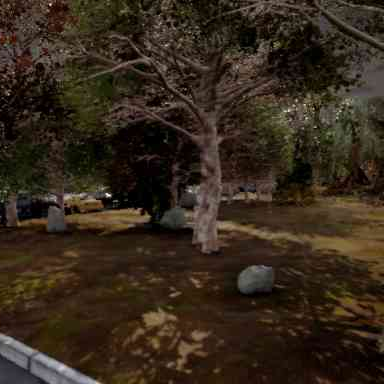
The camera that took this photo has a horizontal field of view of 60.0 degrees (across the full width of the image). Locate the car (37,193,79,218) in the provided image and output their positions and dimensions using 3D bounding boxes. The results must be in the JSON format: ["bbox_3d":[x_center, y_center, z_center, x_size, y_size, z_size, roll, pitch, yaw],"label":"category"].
[{"bbox_3d":[-10.943,1.023,24.544,4.792,1.488,2.163,1,3,37],"label":"car"}]

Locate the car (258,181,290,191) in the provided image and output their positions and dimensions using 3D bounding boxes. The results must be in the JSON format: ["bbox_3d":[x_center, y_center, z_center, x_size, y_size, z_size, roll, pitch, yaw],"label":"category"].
[{"bbox_3d":[14.130,-1.049,57.715,4.892,1.521,2.231,1,3,37],"label":"car"}]

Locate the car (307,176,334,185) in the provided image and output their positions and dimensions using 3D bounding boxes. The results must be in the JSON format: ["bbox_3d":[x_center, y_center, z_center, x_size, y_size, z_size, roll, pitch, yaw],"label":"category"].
[{"bbox_3d":[30.874,-2.714,79.799,5.566,2.045,2.435,1,4,37],"label":"car"}]

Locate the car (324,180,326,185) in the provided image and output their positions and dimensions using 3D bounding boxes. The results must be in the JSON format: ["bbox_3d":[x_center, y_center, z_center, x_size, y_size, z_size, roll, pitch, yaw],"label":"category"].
[{"bbox_3d":[27.535,-2.131,75.393,4.792,1.488,2.163,1,4,37],"label":"car"}]

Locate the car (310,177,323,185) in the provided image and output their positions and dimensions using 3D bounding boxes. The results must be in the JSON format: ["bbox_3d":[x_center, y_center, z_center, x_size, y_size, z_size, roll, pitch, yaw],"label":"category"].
[{"bbox_3d":[24.311,-1.871,70.874,5.366,1.575,1.946,1,4,37],"label":"car"}]

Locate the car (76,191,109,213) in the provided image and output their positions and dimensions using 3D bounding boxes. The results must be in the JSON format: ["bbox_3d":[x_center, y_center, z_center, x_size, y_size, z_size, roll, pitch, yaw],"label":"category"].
[{"bbox_3d":[-9.442,0.850,26.884,5.366,1.575,1.946,1,3,37],"label":"car"}]

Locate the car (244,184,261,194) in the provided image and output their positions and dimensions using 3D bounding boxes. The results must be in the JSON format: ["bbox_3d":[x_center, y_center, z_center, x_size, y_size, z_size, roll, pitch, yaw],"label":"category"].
[{"bbox_3d":[7.410,-0.479,48.895,4.792,1.488,2.163,1,3,37],"label":"car"}]

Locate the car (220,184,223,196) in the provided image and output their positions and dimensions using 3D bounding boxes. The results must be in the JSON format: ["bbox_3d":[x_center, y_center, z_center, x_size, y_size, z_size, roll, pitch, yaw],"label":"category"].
[{"bbox_3d":[0.738,0.034,40.037,5.008,1.535,2.097,1,3,37],"label":"car"}]

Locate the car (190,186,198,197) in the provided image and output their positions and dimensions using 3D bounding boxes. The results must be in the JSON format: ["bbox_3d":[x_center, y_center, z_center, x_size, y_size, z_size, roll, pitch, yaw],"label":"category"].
[{"bbox_3d":[-0.932,0.211,37.826,4.674,1.452,2.002,1,3,37],"label":"car"}]

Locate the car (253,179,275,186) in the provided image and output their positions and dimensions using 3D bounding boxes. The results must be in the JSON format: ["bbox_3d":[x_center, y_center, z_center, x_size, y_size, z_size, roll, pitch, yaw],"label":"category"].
[{"bbox_3d":[18.380,-2.464,85.005,4.892,1.521,2.231,1,4,37],"label":"car"}]

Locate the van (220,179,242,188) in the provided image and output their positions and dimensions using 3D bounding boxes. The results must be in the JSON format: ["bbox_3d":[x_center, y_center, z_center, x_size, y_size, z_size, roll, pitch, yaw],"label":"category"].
[{"bbox_3d":[8.324,-1.830,71.528,4.442,1.987,1.878,1,3,37],"label":"van"}]

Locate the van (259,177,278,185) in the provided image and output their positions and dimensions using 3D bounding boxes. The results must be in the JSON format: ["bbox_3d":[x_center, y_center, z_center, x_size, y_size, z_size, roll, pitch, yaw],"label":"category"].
[{"bbox_3d":[20.155,-2.842,87.162,4.442,1.987,1.878,1,4,37],"label":"van"}]

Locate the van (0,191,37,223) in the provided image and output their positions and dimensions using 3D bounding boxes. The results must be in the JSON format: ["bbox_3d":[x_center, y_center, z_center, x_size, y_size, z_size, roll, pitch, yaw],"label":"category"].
[{"bbox_3d":[-12.737,0.904,22.411,4.442,1.987,1.878,1,3,37],"label":"van"}]

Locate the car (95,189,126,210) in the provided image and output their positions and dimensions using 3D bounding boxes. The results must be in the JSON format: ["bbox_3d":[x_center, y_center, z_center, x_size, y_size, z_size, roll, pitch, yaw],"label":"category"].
[{"bbox_3d":[-7.598,0.748,28.966,4.792,1.488,2.163,1,3,37],"label":"car"}]

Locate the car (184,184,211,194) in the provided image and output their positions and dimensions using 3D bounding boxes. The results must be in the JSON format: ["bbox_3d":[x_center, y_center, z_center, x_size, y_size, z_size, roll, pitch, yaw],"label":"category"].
[{"bbox_3d":[0.957,-0.514,54.133,1.895,1.301,4.718,1,3,37],"label":"car"}]

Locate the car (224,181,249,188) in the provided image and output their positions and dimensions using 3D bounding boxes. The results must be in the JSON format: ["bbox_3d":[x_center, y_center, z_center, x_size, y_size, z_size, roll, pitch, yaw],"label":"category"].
[{"bbox_3d":[9.920,-1.743,73.845,5.008,1.535,2.097,1,3,37],"label":"car"}]

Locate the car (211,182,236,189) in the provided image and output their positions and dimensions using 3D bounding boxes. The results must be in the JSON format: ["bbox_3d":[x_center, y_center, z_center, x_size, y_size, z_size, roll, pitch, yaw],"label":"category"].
[{"bbox_3d":[6.548,-1.429,69.377,4.674,1.452,2.002,1,3,37],"label":"car"}]

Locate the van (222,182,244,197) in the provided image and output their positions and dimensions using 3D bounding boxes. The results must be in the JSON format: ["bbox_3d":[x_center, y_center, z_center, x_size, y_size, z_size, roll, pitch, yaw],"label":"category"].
[{"bbox_3d":[4.177,-0.461,44.375,4.442,1.987,1.878,1,3,37],"label":"van"}]

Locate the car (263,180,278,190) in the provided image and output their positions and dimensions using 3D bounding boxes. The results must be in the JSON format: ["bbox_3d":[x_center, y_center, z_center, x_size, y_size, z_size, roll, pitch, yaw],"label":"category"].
[{"bbox_3d":[10.631,-0.785,53.410,5.366,1.575,1.946,1,3,37],"label":"car"}]

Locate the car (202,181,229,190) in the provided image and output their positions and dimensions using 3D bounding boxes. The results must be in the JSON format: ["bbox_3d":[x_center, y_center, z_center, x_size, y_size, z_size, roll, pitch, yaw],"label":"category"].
[{"bbox_3d":[4.708,-1.338,67.255,5.366,1.575,1.946,1,3,37],"label":"car"}]
